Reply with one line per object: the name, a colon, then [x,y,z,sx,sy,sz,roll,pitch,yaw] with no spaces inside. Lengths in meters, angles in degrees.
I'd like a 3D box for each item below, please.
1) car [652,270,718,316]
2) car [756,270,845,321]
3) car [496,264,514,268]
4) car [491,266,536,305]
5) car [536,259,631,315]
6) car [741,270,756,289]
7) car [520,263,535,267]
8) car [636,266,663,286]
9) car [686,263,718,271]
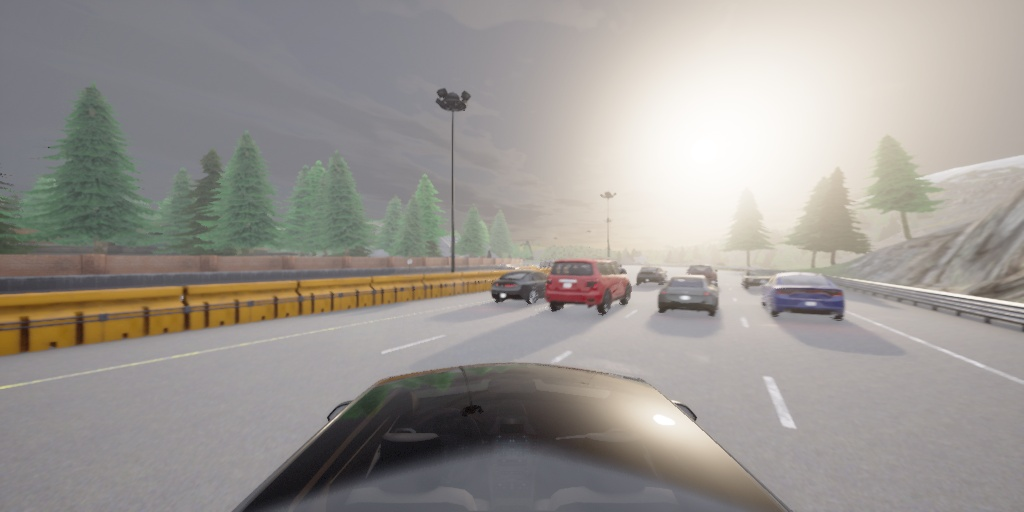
car: [7.075,1.451,14.311,1.994,1.385,4.181,-1,-1,30]
car: [10.516,1.340,13.268,1.882,1.535,5.008,-1,-1,30]
car: [-1.200,2.035,59.811,2.033,1.411,5.357,0,-1,22]
car: [0.832,1.453,17.503,1.837,1.490,4.892,-1,0,30]
car: [3.284,1.128,14.771,2.150,2.045,5.566,-1,-1,30]
car: [17.016,1.587,24.780,1.895,1.301,4.718,-1,-1,29]
car: [2.669,1.958,60.263,1.882,1.535,5.008,0,-1,21]
car: [11.255,1.562,28.813,1.837,1.490,4.892,-1,0,29]
car: [14.236,1.375,26.979,2.097,1.767,4.553,-1,-1,29]
